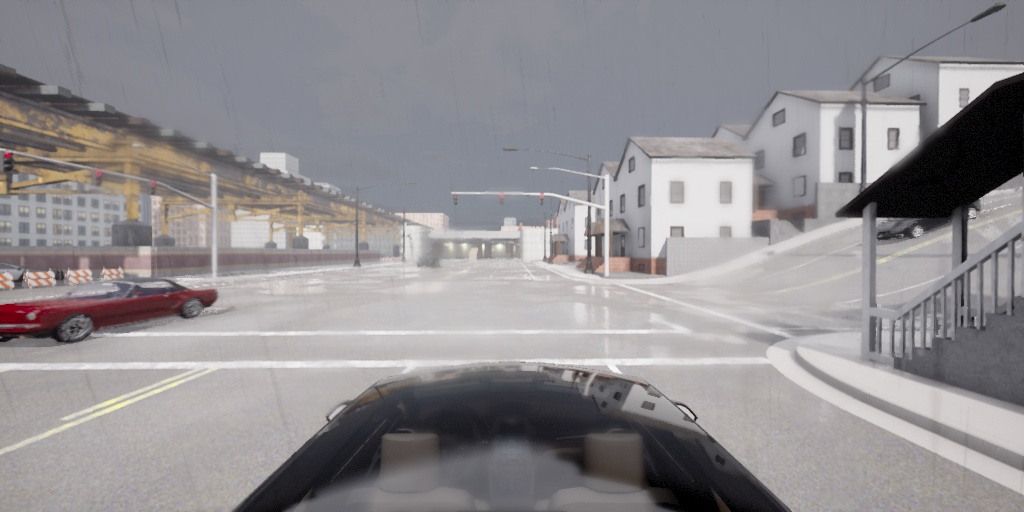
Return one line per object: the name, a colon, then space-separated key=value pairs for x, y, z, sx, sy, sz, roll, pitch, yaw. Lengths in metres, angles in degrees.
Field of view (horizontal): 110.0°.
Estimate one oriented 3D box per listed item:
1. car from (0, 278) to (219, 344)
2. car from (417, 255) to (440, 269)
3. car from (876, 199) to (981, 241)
car: x=-10.499 y=1.282 z=9.445 sx=1.895 sy=1.301 sz=4.718 roll=0 pitch=1 yaw=0
car: x=-10.490 y=0.618 z=45.354 sx=2.097 sy=1.767 sz=4.553 roll=0 pitch=0 yaw=0
car: x=21.774 y=-2.090 z=19.038 sx=4.892 sy=1.490 sz=1.837 roll=-19 pitch=1 yaw=-1
